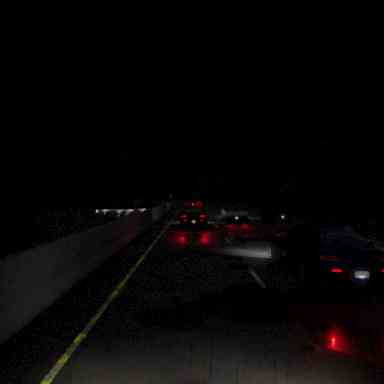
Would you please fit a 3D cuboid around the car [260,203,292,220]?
[{"bbox_3d":[7.100,1.725,28.432,1.837,1.490,4.892,0,0,0],"label":"car"}]

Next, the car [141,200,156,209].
[{"bbox_3d":[-7.062,2.019,54.165,1.994,1.385,4.181,0,-1,0],"label":"car"}]

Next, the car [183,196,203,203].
[{"bbox_3d":[0.095,1.545,40.479,2.150,2.045,5.566,0,0,0],"label":"car"}]

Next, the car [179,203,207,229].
[{"bbox_3d":[0.097,1.703,23.185,1.812,1.442,4.674,0,-1,0],"label":"car"}]

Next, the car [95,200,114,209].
[{"bbox_3d":[-14.056,1.996,53.588,2.033,1.411,5.357,0,-1,1],"label":"car"}]

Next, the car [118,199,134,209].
[{"bbox_3d":[-10.562,1.955,53.717,1.837,1.490,4.892,0,0,0],"label":"car"}]

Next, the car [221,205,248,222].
[{"bbox_3d":[3.599,1.825,28.932,1.895,1.301,4.718,0,0,0],"label":"car"}]

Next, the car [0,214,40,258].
[{"bbox_3d":[-7.101,1.565,11.446,1.882,1.535,5.008,0,0,0],"label":"car"}]

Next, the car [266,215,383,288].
[{"bbox_3d":[3.599,1.597,9.342,1.812,1.442,4.674,0,0,0],"label":"car"}]
